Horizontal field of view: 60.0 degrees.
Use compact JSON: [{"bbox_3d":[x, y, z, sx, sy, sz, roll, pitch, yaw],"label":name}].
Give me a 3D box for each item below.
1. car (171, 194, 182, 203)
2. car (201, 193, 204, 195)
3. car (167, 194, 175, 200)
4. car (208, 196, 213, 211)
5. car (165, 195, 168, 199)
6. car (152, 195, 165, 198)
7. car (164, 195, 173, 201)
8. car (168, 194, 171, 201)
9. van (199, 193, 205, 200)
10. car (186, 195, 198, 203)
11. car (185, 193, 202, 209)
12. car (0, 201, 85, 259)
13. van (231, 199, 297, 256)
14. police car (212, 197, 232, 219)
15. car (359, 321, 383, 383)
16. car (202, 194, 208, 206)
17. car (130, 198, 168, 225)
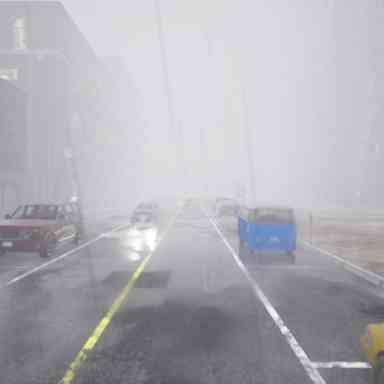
[{"bbox_3d":[-3.015,1.378,64.452,1.882,1.535,5.008,0,0,1],"label":"car"},{"bbox_3d":[2.706,1.454,62.884,2.008,1.369,4.403,1,0,0],"label":"car"},{"bbox_3d":[-5.675,1.305,90.735,1.967,1.590,4.097,1,0,0],"label":"car"},{"bbox_3d":[3.116,1.295,35.785,2.097,1.767,4.553,0,0,0],"label":"car"},{"bbox_3d":[-5.674,1.477,57.317,1.947,1.339,4.313,1,0,0],"label":"car"},{"bbox_3d":[-5.675,1.464,51.747,1.887,1.381,4.507,1,0,0],"label":"car"},{"bbox_3d":[-5.673,1.462,79.596,1.802,1.307,4.206,1,0,0],"label":"car"},{"bbox_3d":[-5.672,1.343,62.886,1.967,1.590,4.097,1,0,0],"label":"car"},{"bbox_3d":[2.739,1.201,94.121,1.690,1.788,3.998,1,0,0],"label":"van"},{"bbox_3d":[0.005,1.279,64.925,2.128,1.511,4.902,0,0,0],"label":"car"},{"bbox_3d":[0.004,1.262,43.919,1.882,1.535,5.008,0,0,0],"label":"car"},{"bbox_3d":[-5.674,1.294,12.758,2.192,1.841,5.009,1,0,0],"label":"car"},{"bbox_3d":[2.705,1.320,12.757,1.690,1.788,3.998,1,0,0],"label":"van"},{"bbox_3d":[3.136,1.378,28.924,1.930,1.638,5.238,0,0,0],"label":"police car"},{"bbox_3d":[2.702,1.522,1.787,1.752,1.417,4.829,1,0,0],"label":"car"},{"bbox_3d":[2.706,1.464,51.745,1.887,1.381,4.507,1,0,0],"label":"car"},{"bbox_3d":[-3.097,1.453,23.447,2.128,1.511,4.902,0,0,0],"label":"car"}]
